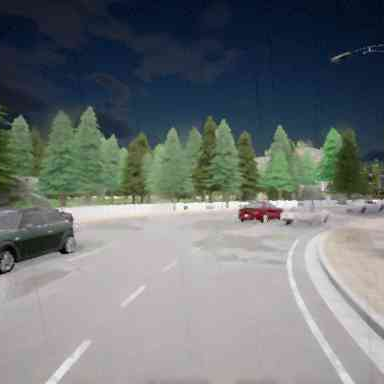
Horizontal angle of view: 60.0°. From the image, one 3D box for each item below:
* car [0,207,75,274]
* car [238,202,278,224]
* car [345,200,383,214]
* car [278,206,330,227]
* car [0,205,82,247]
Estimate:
[{"bbox_3d":[-5.756,1.353,10.653,2.097,1.767,4.553,0,0,13],"label":"car"},{"bbox_3d":[5.383,1.495,25.431,1.882,1.535,5.008,0,0,38],"label":"car"},{"bbox_3d":[18.584,1.558,35.847,4.674,1.442,1.812,0,0,-27],"label":"car"},{"bbox_3d":[8.109,1.619,23.331,1.895,1.301,4.718,0,0,39],"label":"car"},{"bbox_3d":[-7.847,1.495,16.251,2.128,1.511,4.902,0,0,19],"label":"car"}]
